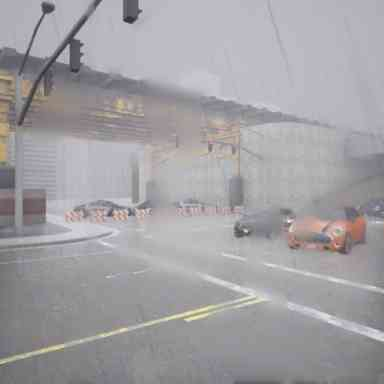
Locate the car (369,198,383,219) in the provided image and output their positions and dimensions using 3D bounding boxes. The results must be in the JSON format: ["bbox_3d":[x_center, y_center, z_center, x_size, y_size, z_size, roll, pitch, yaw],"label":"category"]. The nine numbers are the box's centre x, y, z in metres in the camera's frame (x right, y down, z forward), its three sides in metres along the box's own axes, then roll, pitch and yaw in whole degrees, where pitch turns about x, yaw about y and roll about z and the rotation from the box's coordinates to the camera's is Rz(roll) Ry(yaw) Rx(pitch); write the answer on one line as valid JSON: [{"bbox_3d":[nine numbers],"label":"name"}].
[{"bbox_3d":[16.367,1.352,29.327,4.553,1.767,2.097,0,0,-37],"label":"car"}]

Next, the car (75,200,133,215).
[{"bbox_3d":[-7.575,1.295,28.818,4.536,1.218,1.853,0,0,8],"label":"car"}]

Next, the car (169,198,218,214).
[{"bbox_3d":[0.129,1.453,35.259,4.974,1.542,2.038,0,0,-7],"label":"car"}]

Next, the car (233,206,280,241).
[{"bbox_3d":[3.891,1.505,16.828,1.837,1.490,4.892,0,0,38],"label":"car"}]

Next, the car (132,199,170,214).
[{"bbox_3d":[-3.764,1.295,31.547,1.853,1.218,4.536,0,0,18],"label":"car"}]

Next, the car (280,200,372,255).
[{"bbox_3d":[5.601,1.352,13.527,2.097,1.767,4.553,0,0,38],"label":"car"}]

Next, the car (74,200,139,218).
[{"bbox_3d":[-7.524,1.453,28.811,4.974,1.542,2.038,0,0,8],"label":"car"}]

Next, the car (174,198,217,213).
[{"bbox_3d":[0.077,1.295,35.252,4.536,1.218,1.853,0,0,-7],"label":"car"}]

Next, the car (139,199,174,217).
[{"bbox_3d":[-3.780,1.453,31.497,2.038,1.542,4.974,0,0,18],"label":"car"}]
